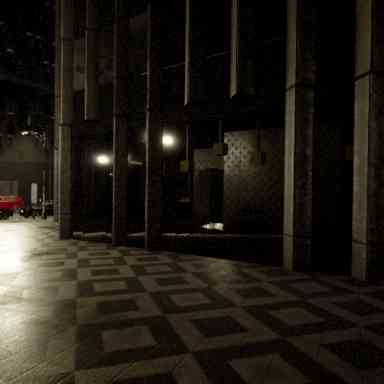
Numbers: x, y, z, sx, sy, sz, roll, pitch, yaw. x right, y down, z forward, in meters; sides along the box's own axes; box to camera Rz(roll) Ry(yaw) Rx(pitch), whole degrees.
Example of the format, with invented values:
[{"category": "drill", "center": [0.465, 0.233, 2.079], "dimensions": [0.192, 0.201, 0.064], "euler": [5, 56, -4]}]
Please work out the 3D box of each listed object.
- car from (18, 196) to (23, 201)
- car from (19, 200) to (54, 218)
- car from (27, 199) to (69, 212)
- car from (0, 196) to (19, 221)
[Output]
[{"category": "car", "center": [-20.848, 1.354, 36.167], "dimensions": [2.192, 1.841, 5.009], "euler": [1, 0, 35]}, {"category": "car", "center": [-13.894, 1.743, 31.242], "dimensions": [1.947, 1.339, 4.313], "euler": [1, 0, 35]}, {"category": "car", "center": [-17.596, 1.635, 40.777], "dimensions": [1.947, 1.339, 4.313], "euler": [1, 0, 35]}, {"category": "car", "center": [-17.147, 1.463, 26.632], "dimensions": [2.192, 1.841, 5.009], "euler": [1, 0, 35]}]
